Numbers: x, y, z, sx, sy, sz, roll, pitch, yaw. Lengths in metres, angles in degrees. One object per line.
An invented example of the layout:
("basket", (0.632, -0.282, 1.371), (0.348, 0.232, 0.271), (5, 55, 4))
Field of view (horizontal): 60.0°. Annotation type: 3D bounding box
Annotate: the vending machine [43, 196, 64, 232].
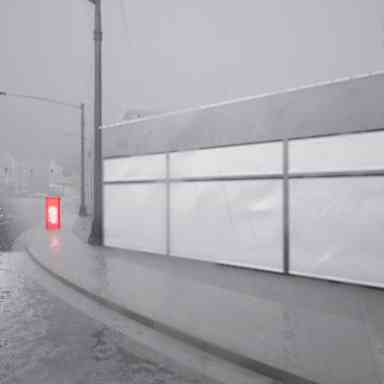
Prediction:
("vending machine", (-8.315, 1.280, 19.984), (1.100, 2.100, 0.880), (0, 0, -18))
